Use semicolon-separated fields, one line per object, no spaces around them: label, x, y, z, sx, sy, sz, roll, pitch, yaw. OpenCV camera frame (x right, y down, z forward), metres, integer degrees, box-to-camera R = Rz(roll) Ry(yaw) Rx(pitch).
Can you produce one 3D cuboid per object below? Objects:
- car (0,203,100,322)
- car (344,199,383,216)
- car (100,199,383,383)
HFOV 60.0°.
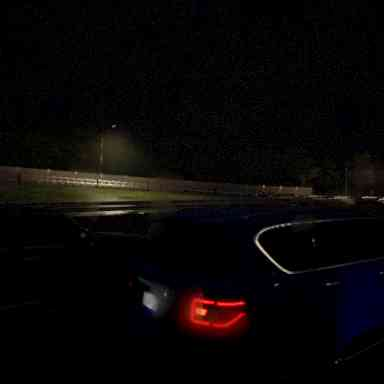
car;-3.083;1.222;5.846;5.566;2.045;2.150;0;0;-35
car;17.631;1.517;33.756;4.892;1.490;1.837;0;0;-35
car;1.751;1.221;4.995;5.566;2.045;2.150;0;0;-35
